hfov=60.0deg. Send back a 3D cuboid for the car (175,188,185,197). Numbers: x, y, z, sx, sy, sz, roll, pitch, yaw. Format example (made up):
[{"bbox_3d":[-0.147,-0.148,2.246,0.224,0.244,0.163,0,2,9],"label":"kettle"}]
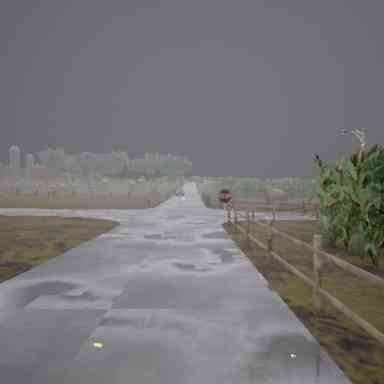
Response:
[{"bbox_3d":[-2.749,0.101,77.492,2.150,2.045,5.566,0,2,0],"label":"car"}]
